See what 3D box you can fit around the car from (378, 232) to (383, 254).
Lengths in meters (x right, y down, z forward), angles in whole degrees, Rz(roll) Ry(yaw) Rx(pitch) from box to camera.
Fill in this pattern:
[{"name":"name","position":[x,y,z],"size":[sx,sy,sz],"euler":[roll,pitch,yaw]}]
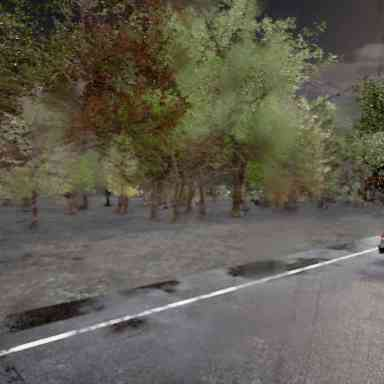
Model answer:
[{"name":"car","position":[8.388,1.578,11.690],"size":[5.357,1.411,2.033],"euler":[0,0,-41]}]
